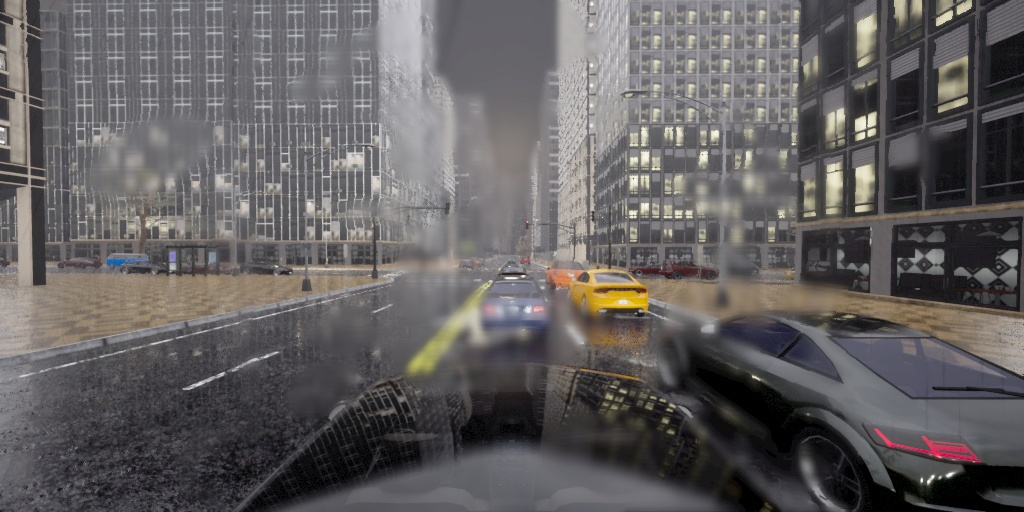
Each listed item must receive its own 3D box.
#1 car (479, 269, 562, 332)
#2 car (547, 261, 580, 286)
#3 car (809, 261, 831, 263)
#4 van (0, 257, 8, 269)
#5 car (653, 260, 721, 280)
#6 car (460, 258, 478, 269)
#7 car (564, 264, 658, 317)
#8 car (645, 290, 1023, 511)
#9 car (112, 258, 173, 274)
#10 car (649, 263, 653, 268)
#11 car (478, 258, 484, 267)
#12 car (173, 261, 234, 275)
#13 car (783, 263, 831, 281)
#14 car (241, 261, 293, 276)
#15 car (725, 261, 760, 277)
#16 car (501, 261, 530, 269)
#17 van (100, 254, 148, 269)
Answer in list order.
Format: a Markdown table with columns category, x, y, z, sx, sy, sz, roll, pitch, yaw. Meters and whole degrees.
| category | x | y | z | sx | sy | sz | roll | pitch | yaw |
| --- | --- | --- | --- | --- | --- | --- | --- | --- | --- |
| car | 0.086 | 1.295 | 10.800 | 2.033 | 1.411 | 5.357 | 0 | 0 | 1 |
| car | 3.317 | 1.094 | 22.210 | 2.097 | 1.767 | 4.553 | 0 | 0 | 0 |
| car | 32.663 | 1.360 | 38.420 | 4.553 | 1.767 | 2.097 | 0 | 1 | 1 |
| van | -51.193 | 0.690 | 34.031 | 3.998 | 1.789 | 1.690 | 0 | 0 | 1 |
| car | 16.143 | 1.272 | 32.909 | 5.009 | 1.841 | 2.192 | 0 | 0 | 1 |
| car | -6.677 | 1.283 | 54.326 | 1.994 | 1.385 | 4.181 | 0 | 0 | 0 |
| car | 3.331 | 1.224 | 13.205 | 1.882 | 1.535 | 5.008 | 0 | 0 | 0 |
| car | 3.341 | 1.313 | 4.120 | 1.994 | 1.385 | 4.181 | 0 | 0 | 0 |
| car | -34.148 | 1.072 | 33.660 | 4.313 | 1.339 | 1.948 | 0 | 0 | 1 |
| car | 15.019 | 1.454 | 38.735 | 4.718 | 1.301 | 1.895 | 1 | 1 | 2 |
| car | -6.663 | 1.061 | 64.327 | 2.097 | 1.767 | 4.553 | 0 | 0 | 0 |
| car | -28.467 | 1.141 | 33.496 | 4.207 | 1.307 | 1.802 | 0 | 0 | 1 |
| car | 27.592 | 1.581 | 32.731 | 4.829 | 1.417 | 1.751 | 0 | 0 | 1 |
| car | -22.783 | 1.177 | 33.372 | 4.313 | 1.339 | 1.948 | 0 | 0 | 1 |
| car | 23.915 | 1.284 | 38.562 | 4.553 | 1.767 | 2.097 | 1 | 1 | 1 |
| car | 0.070 | 1.234 | 20.552 | 2.128 | 1.511 | 4.902 | 0 | 0 | 0 |
| van | -45.353 | 0.609 | 42.302 | 3.998 | 1.789 | 1.690 | 0 | 0 | 1 |
